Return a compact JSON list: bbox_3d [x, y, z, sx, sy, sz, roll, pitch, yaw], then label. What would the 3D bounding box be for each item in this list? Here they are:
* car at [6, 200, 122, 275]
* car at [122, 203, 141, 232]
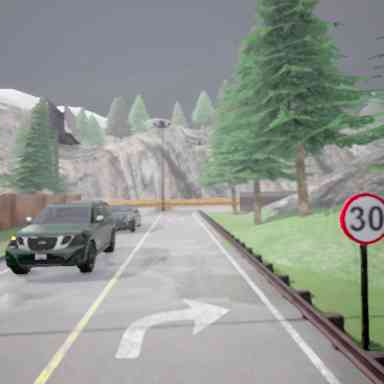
[{"bbox_3d":[-4.053,1.344,11.384,2.150,2.045,5.566,-1,0,-3],"label":"car"},{"bbox_3d":[-4.503,1.526,21.326,2.097,1.767,4.553,-1,0,-2],"label":"car"}]
